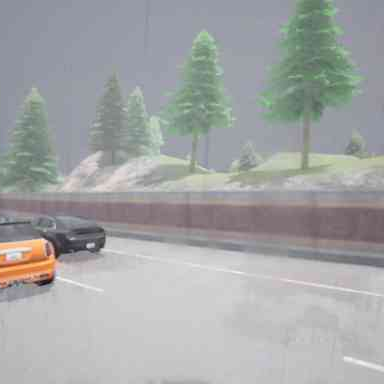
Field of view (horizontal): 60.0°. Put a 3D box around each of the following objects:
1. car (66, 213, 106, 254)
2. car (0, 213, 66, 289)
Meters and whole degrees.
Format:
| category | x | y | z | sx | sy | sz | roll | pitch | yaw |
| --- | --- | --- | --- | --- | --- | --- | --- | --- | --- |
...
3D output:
| category | x | y | z | sx | sy | sz | roll | pitch | yaw |
| --- | --- | --- | --- | --- | --- | --- | --- | --- | --- |
| car | -5.272 | 1.584 | 12.874 | 4.892 | 1.490 | 1.837 | 0 | 0 | 41 |
| car | -5.449 | 1.409 | 8.450 | 4.553 | 1.767 | 2.097 | 0 | 0 | 39 |
